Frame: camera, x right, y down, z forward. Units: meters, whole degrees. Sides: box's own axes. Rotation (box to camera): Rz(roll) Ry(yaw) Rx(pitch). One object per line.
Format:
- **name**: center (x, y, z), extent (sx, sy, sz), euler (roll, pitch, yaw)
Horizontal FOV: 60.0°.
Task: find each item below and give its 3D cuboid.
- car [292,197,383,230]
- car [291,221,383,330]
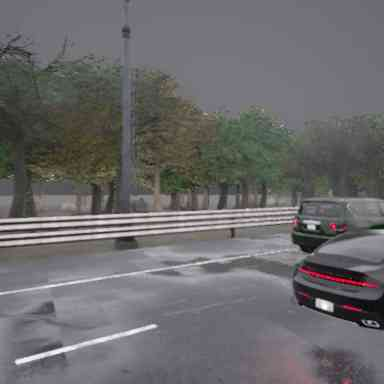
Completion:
- **car**: center (6.043, 1.213, 12.176), extent (5.566, 2.045, 2.150), euler (0, 0, -34)
- **car**: center (4.041, 1.501, 6.539), extent (4.892, 1.490, 1.837), euler (0, 0, -35)
